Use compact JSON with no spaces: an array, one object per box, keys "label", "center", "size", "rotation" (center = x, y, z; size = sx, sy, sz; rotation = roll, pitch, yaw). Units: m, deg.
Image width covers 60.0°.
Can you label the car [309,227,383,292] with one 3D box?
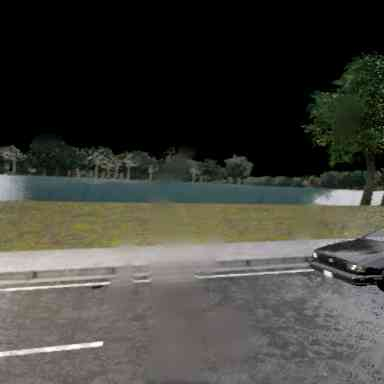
[{"label":"car","center":[5.752,1.505,8.379],"size":[5.357,1.411,2.033],"rotation":[0,0,-14]}]
